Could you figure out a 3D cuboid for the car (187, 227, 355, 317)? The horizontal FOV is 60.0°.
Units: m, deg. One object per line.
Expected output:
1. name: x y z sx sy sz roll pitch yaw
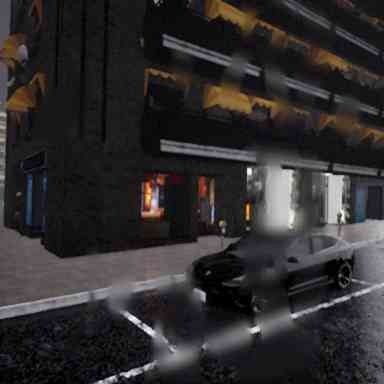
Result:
1. car: 1.933 1.528 7.446 4.313 1.339 1.947 0 2 -35
